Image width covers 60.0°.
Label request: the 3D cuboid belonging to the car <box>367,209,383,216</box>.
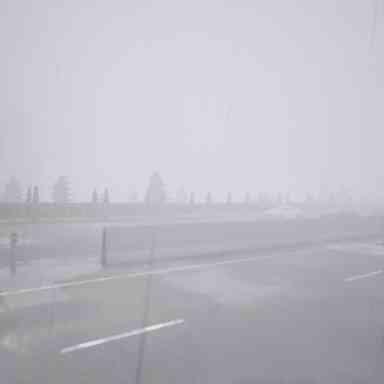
[{"bbox_3d":[16.986,2.145,28.994,4.181,1.385,1.994,1,-1,-35],"label":"car"}]

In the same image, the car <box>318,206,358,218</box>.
[{"bbox_3d":[13.667,2.076,30.930,4.674,1.442,1.812,1,-1,-36],"label":"car"}]

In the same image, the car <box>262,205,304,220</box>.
[{"bbox_3d":[8.737,2.004,31.711,4.674,1.442,1.812,1,-1,-36],"label":"car"}]
